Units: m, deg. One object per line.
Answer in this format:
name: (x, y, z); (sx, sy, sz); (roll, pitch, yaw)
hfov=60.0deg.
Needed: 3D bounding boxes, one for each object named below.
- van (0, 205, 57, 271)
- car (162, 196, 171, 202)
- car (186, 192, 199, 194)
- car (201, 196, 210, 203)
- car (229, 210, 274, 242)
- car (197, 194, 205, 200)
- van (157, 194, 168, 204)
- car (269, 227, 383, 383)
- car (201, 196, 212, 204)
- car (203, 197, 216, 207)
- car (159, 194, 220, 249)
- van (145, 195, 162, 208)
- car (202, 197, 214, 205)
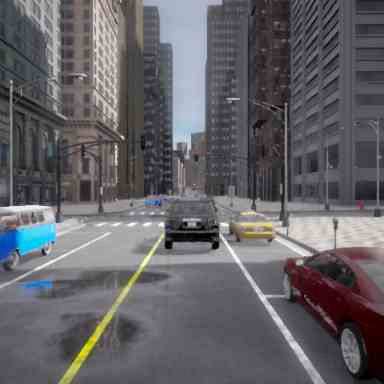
van: (-5.765, 1.340, 10.511); (1.690, 1.788, 3.998); (0, 0, 0)
car: (-5.775, 1.630, 76.121); (1.802, 1.307, 4.206); (0, 0, 0)
car: (0.000, 1.432, 83.717); (2.128, 1.511, 4.902); (0, 0, 0)
car: (2.773, 1.567, 70.749); (1.752, 1.417, 4.829); (0, 0, 0)
car: (2.767, 1.526, 16.079); (1.752, 1.417, 4.829); (0, 0, 0)
car: (2.387, 1.420, 92.592); (2.097, 1.767, 4.553); (0, 0, 0)
van: (-5.777, 1.377, 65.070); (1.690, 1.788, 3.998); (0, 0, 0)
car: (2.760, 1.543, 5.329); (1.887, 1.381, 4.507); (0, 0, 0)
car: (2.774, 1.580, 65.053); (1.887, 1.381, 4.507); (0, 0, 0)
car: (2.777, 1.569, 54.003); (1.887, 1.381, 4.507); (0, 0, 0)
car: (0.000, 1.259, 14.680); (2.150, 2.045, 5.566); (0, 0, 0)
van: (-5.780, 1.360, 48.496); (1.690, 1.788, 3.998); (0, 0, 0)
car: (2.776, 1.574, 59.528); (1.887, 1.381, 4.507); (0, 0, 0)
